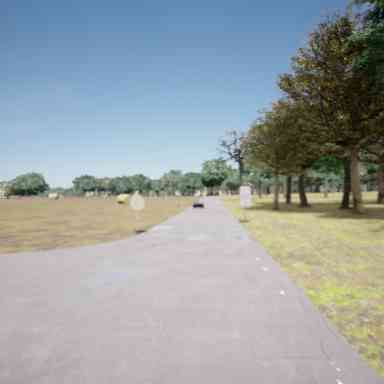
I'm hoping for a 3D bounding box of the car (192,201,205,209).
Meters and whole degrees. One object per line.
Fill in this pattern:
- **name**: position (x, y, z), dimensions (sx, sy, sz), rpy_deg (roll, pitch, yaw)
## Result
- **car**: position (1.100, 2.071, 54.753), dimensions (1.895, 1.301, 4.718), rpy_deg (-1, 0, 4)
